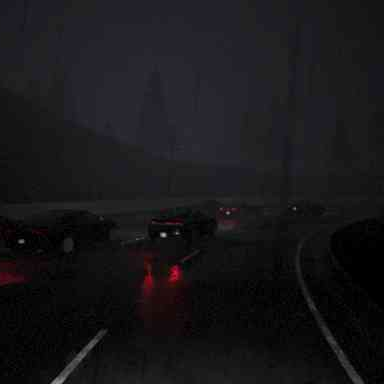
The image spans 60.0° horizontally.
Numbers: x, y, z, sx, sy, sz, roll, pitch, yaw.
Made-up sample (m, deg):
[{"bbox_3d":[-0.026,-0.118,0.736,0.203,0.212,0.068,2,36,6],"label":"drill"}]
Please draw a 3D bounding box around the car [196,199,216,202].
[{"bbox_3d":[1.638,1.365,31.814,1.812,1.442,4.674,0,0,40],"label":"car"}]

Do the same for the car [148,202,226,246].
[{"bbox_3d":[-0.241,1.414,15.006,2.128,1.511,4.902,0,0,21],"label":"car"}]

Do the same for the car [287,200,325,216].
[{"bbox_3d":[10.459,1.433,30.470,4.181,1.385,1.994,0,0,-43],"label":"car"}]

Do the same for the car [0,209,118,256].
[{"bbox_3d":[-4.689,1.398,12.890,1.882,1.535,5.008,0,0,16],"label":"car"}]

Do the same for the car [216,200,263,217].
[{"bbox_3d":[4.451,1.460,29.478,1.895,1.301,4.718,0,0,41],"label":"car"}]
